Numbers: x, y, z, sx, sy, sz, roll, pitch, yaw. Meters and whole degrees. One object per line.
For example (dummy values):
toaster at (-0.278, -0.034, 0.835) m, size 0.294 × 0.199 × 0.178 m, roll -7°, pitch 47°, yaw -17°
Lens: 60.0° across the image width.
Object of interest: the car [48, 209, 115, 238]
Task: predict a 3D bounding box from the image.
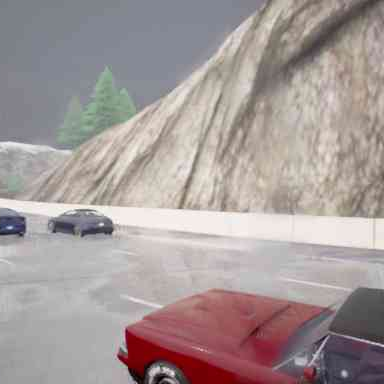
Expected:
car at (-6.055, 1.594, 17.983) m, size 4.181 × 1.385 × 1.994 m, roll 0°, pitch 0°, yaw 41°

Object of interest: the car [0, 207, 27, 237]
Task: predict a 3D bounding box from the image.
car at (-10.281, 1.501, 17.042) m, size 5.008 × 1.535 × 1.882 m, roll 0°, pitch 0°, yaw 42°

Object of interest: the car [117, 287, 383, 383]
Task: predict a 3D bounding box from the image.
car at (1.535, 1.609, 2.961) m, size 4.718 × 1.301 × 1.895 m, roll 0°, pitch 0°, yaw 36°
